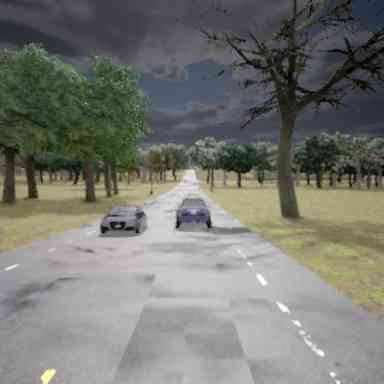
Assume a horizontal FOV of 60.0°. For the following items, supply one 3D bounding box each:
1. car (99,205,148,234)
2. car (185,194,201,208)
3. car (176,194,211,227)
[{"bbox_3d":[-3.570,1.422,17.998,1.994,1.385,4.181,0,1,0],"label":"car"},{"bbox_3d":[0.099,0.981,39.743,1.812,1.442,4.674,0,2,0],"label":"car"},{"bbox_3d":[0.091,1.165,21.263,2.097,1.767,4.553,0,1,0],"label":"car"}]
